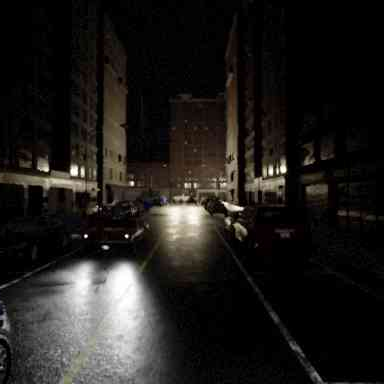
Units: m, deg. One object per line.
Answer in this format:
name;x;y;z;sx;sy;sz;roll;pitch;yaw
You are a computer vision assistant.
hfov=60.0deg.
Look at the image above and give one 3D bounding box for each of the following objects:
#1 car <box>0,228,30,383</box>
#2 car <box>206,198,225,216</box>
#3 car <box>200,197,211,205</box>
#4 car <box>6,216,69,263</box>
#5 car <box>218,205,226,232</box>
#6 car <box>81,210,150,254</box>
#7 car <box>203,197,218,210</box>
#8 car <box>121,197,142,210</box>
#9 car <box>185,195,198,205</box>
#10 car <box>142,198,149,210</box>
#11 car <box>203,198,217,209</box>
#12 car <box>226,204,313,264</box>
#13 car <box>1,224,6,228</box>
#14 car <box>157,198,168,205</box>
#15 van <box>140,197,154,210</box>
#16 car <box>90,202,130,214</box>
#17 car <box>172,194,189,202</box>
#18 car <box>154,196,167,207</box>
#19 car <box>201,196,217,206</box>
car;-3.097;1.357;1.859;2.097;1.767;4.553;0;0;0
car;2.676;1.632;34.068;1.752;1.417;4.829;1;0;0
car;2.675;1.726;66.795;1.967;1.590;4.097;1;0;0
car;-5.848;1.581;11.975;2.008;1.369;4.403;1;0;0
car;2.677;1.597;17.452;2.008;1.369;4.403;1;0;0
car;-3.002;1.637;13.813;1.895;1.301;4.718;0;0;0
car;2.675;1.683;39.382;2.008;1.369;4.403;1;0;0
car;-5.847;1.525;28.421;1.967;1.590;4.097;1;0;0
car;0.000;1.780;65.830;1.837;1.490;4.892;0;0;0
car;-5.849;1.632;33.732;1.752;1.417;4.829;1;0;0
car;2.675;1.716;50.517;1.752;1.417;4.829;1;0;0
car;2.680;1.345;11.970;2.192;1.841;5.009;1;0;0
car;-5.846;1.456;6.493;1.967;1.590;4.097;1;0;0
car;-5.851;1.831;66.795;1.887;1.381;4.507;1;0;0
van;-5.847;1.474;39.386;1.690;1.788;3.998;1;0;0
car;-5.848;1.608;22.938;1.887;1.381;4.507;1;0;0
car;-2.677;1.460;81.348;2.150;2.045;5.566;1;0;-37
car;-5.851;1.788;55.830;1.947;1.339;4.313;1;0;0
car;2.677;1.475;44.865;2.192;1.841;5.009;1;0;0
